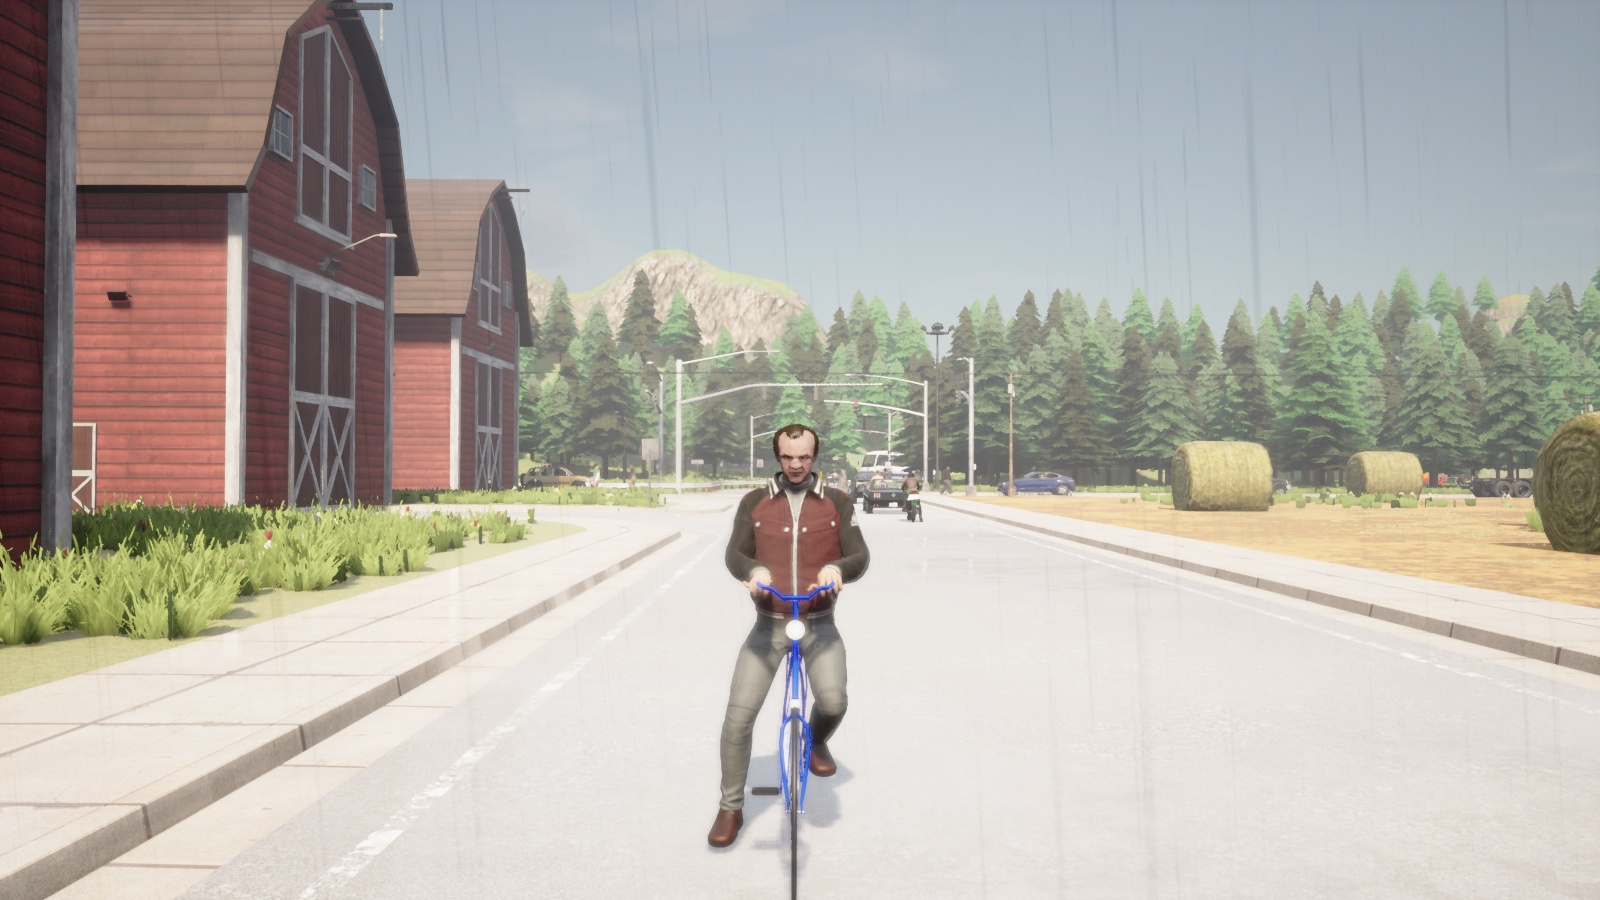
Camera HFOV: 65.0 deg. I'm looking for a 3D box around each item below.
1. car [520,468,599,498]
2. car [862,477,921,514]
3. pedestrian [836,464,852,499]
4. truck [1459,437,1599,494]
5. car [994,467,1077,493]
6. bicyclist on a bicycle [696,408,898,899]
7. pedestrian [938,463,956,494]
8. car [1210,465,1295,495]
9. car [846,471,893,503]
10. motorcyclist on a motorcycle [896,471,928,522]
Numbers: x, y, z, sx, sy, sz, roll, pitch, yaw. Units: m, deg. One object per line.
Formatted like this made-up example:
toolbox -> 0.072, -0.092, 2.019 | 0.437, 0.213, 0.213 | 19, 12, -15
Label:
car -> -15.095, 2.041, 78.929 | 4.605, 1.855, 1.932 | 0, -1, 1
car -> 3.386, 1.696, 47.437 | 1.895, 1.301, 4.718 | 0, -1, 0
pedestrian -> 2.509, 1.805, 71.524 | 0.873, 1.952, 0.659 | 0, -1, -3
truck -> 45.701, 0.983, 77.990 | 7.936, 3.462, 2.891 | 0, -1, 1
car -> 15.360, 1.931, 81.953 | 5.027, 1.651, 2.152 | 0, -1, 1
bicyclist on a bicycle -> -0.013, 0.770, 5.071 | 0.659, 1.776, 1.843 | 0, -1, 0
pedestrian -> 8.801, 1.712, 75.275 | 0.899, 1.844, 0.634 | -1, -1, 29
car -> 28.141, 1.856, 78.252 | 4.605, 1.855, 1.932 | 0, -1, 1
car -> 3.355, 1.770, 61.217 | 2.007, 1.525, 4.514 | 0, -1, 0
motorcyclist on a motorcycle -> 3.412, 1.405, 38.440 | 0.797, 1.523, 2.044 | 0, -1, 0
